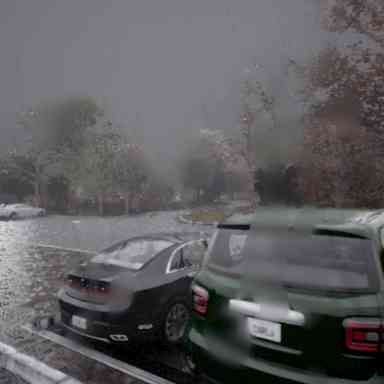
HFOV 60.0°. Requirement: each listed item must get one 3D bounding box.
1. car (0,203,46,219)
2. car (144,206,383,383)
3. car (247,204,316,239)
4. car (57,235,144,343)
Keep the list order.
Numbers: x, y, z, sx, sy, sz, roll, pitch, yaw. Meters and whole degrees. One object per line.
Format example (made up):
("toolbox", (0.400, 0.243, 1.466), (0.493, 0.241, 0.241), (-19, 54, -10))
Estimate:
("car", (-17.992, 2.005, 35.339), (2.002, 1.452, 4.674), (-1, -1, 35))
("car", (2.147, 1.236, 4.946), (2.435, 2.045, 5.566), (-1, 0, 35))
("car", (5.194, 1.548, 18.797), (2.097, 1.535, 5.008), (-1, -1, 36))
("car", (-0.151, 1.519, 6.543), (2.231, 1.521, 4.892), (-1, 0, 35))
